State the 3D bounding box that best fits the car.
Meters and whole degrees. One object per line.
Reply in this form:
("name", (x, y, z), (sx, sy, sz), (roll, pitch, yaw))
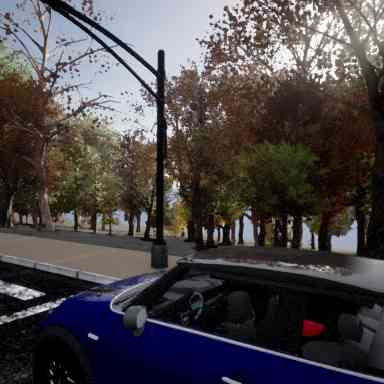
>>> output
("car", (0.432, 1.352, 3.349), (4.553, 1.767, 2.097), (0, 0, 34))
